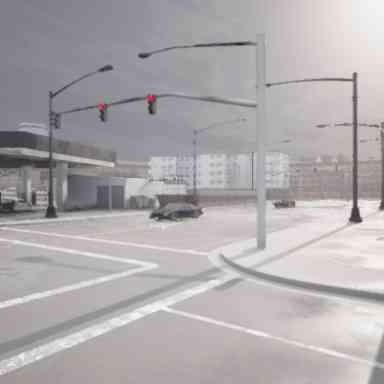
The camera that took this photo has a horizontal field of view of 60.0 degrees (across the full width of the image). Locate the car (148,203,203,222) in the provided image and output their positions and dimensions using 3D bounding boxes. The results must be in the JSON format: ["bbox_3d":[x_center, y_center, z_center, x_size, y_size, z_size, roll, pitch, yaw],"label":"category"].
[{"bbox_3d":[-1.141,1.580,26.966,2.033,1.411,5.357,0,0,35],"label":"car"}]

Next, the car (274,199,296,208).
[{"bbox_3d":[13.393,1.634,47.974,1.895,1.301,4.718,0,0,35],"label":"car"}]

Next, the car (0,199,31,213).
[{"bbox_3d":[-19.630,1.528,36.866,3.806,1.475,1.970,0,0,36],"label":"car"}]
